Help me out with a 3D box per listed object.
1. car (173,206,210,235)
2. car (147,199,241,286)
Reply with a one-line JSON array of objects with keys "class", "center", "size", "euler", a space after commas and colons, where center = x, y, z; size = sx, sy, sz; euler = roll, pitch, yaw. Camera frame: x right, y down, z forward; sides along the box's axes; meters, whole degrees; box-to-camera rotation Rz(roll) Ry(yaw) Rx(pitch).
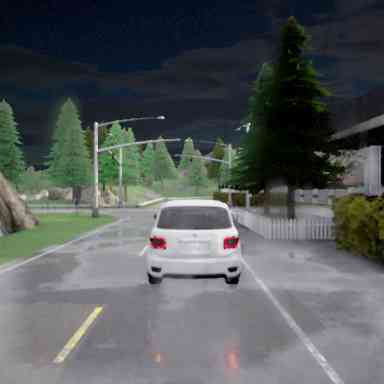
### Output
[{"class": "car", "center": [-0.040, 1.585, 19.706], "size": [1.895, 1.301, 4.718], "euler": [0, 0, 0]}, {"class": "car", "center": [0.037, 1.216, 9.556], "size": [2.150, 2.045, 5.566], "euler": [0, 0, 0]}]
